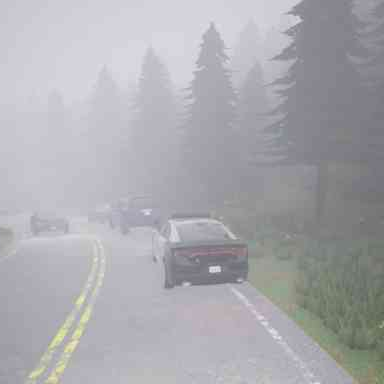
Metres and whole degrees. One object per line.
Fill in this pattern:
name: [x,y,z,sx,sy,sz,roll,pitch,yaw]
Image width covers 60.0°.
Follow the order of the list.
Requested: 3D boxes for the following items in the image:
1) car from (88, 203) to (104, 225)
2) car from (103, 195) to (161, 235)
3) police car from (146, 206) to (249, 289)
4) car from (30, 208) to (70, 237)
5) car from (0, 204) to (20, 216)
car: [-6.417,1.547,24.927,1.812,1.442,4.674,-3,1,-32]
car: [-3.387,1.204,19.364,2.150,2.045,5.566,-2,1,-25]
police car: [-0.058,1.396,9.400,1.930,1.638,5.238,-1,0,-12]
car: [-8.525,1.693,19.805,1.812,1.442,4.674,-2,0,-29]
car: [-23.071,2.191,41.127,4.718,1.301,1.895,-2,2,43]
